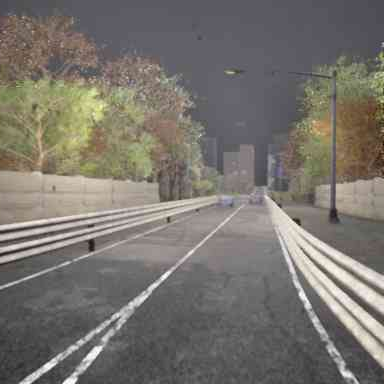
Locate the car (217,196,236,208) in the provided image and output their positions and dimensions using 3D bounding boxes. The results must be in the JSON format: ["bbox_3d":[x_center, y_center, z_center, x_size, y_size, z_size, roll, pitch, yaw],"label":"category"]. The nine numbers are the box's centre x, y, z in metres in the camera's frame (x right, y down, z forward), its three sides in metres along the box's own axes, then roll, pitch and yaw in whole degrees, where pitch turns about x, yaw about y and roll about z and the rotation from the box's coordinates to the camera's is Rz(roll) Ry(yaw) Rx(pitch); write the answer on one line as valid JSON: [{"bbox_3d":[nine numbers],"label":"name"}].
[{"bbox_3d":[4.226,1.165,40.681,1.812,1.442,4.674,0,0,12],"label":"car"}]

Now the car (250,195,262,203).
[{"bbox_3d":[11.516,1.207,59.440,1.994,1.385,4.181,0,0,12],"label":"car"}]

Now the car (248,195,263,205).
[{"bbox_3d":[9.412,1.127,49.278,2.128,1.511,4.902,0,0,12],"label":"car"}]
